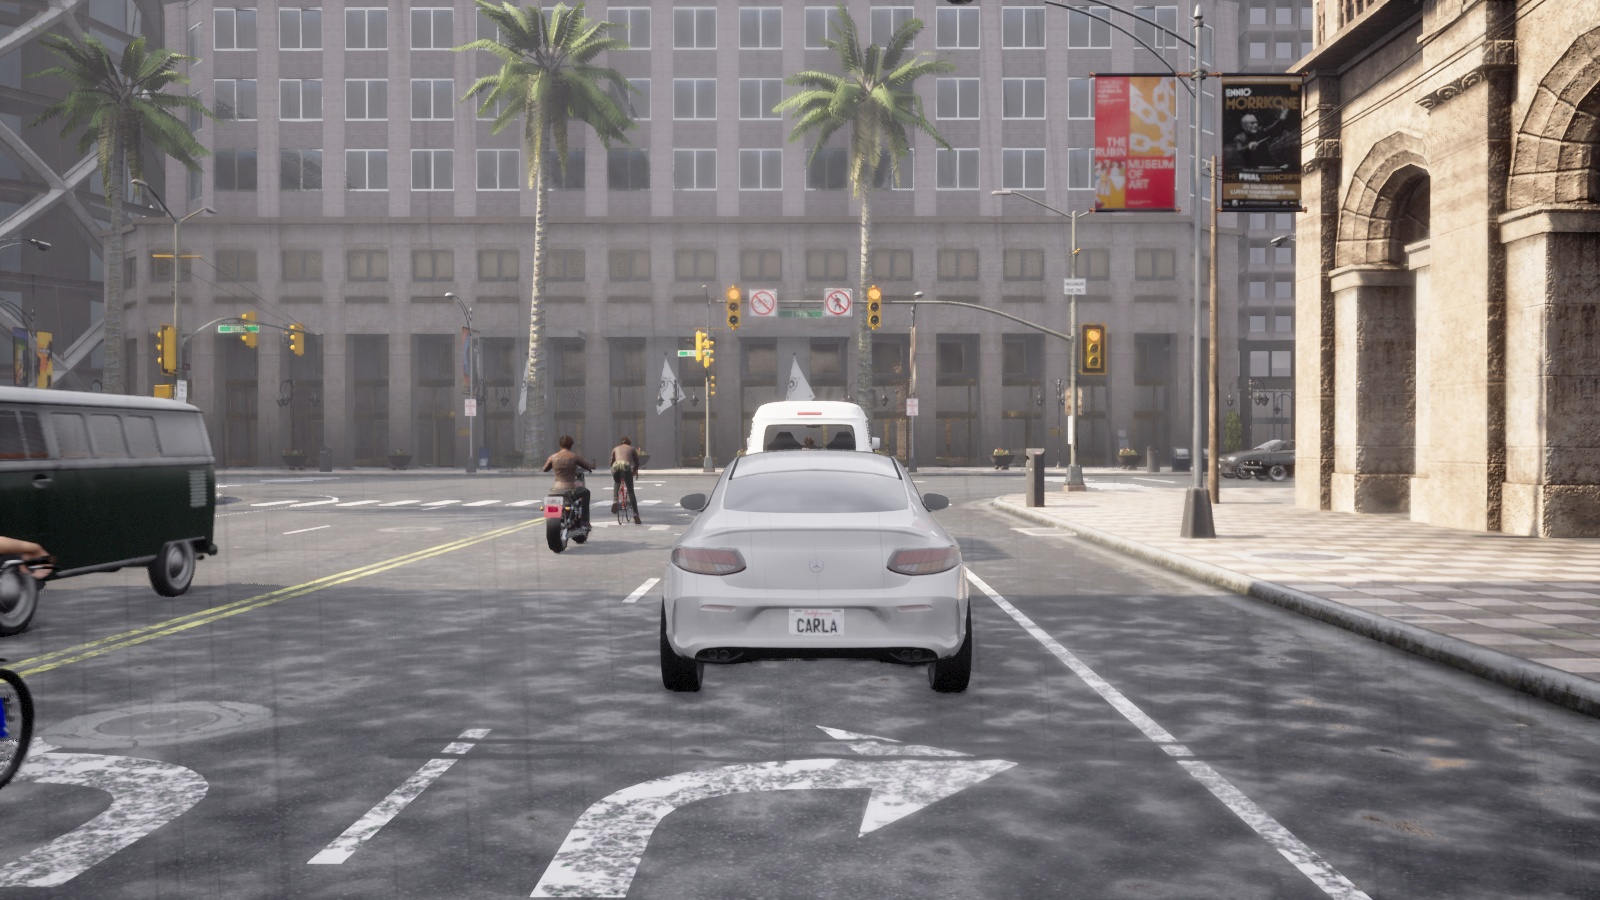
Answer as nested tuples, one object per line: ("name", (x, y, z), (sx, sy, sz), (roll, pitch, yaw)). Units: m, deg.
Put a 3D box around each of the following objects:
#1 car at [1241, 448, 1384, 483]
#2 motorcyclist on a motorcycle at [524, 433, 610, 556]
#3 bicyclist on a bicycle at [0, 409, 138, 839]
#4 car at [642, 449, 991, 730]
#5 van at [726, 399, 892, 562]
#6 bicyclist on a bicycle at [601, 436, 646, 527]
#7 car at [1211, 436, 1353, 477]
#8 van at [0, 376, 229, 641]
("car", (19.545, 0.591, 48.045), (4.718, 1.301, 1.895), (0, 0, 1))
("motorcyclist on a motorcycle", (-3.299, 0.592, 17.975), (0.766, 1.649, 2.350), (0, 0, 1))
("bicyclist on a bicycle", (-3.431, 0.652, 4.925), (0.866, 1.612, 1.509), (0, 0, 0))
("car", (0.104, 0.722, 8.867), (1.812, 1.442, 4.674), (0, 0, 0))
("van", (0.170, 0.369, 17.908), (2.069, 2.038, 4.480), (0, 0, 1))
("bicyclist on a bicycle", (-3.256, 0.565, 23.313), (0.582, 1.620, 1.656), (0, 0, 1))
("car", (19.711, 0.250, 51.521), (5.027, 1.651, 2.152), (0, 0, 1))
("van", (-6.874, 0.432, 10.901), (1.775, 1.987, 4.442), (0, 0, 1))
